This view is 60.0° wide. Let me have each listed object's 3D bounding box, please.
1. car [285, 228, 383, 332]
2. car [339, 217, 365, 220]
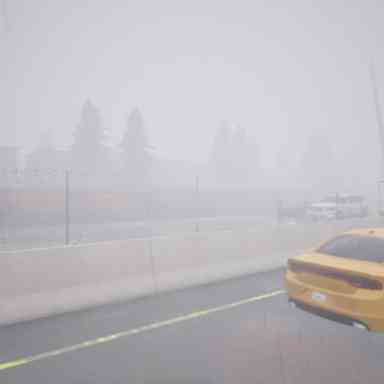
[{"bbox_3d":[3.993,1.460,6.611,5.008,1.535,1.882,-1,0,-35],"label":"car"},{"bbox_3d":[10.926,1.163,24.699,5.566,2.045,2.150,0,0,-36],"label":"car"}]
